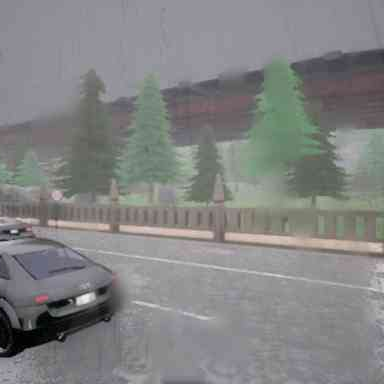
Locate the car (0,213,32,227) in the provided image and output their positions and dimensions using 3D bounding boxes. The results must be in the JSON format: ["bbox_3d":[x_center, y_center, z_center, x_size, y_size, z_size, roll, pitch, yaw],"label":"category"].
[{"bbox_3d":[-8.843,1.553,13.949,5.357,1.411,2.033,0,0,33],"label":"car"}]

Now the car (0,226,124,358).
[{"bbox_3d":[-3.239,1.560,6.042,4.181,1.385,1.994,0,0,34],"label":"car"}]
